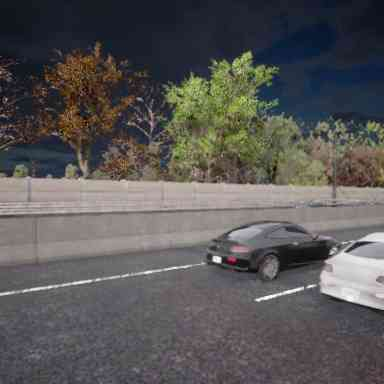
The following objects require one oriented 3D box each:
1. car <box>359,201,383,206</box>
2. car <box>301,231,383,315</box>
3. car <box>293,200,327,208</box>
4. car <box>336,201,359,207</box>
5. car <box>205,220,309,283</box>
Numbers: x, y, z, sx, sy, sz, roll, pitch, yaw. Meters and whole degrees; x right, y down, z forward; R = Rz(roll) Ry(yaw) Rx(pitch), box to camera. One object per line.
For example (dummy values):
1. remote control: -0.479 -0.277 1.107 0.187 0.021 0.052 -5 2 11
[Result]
1. car: 20.284 1.811 35.570 4.718 1.301 1.895 0 0 -35
2. car: 4.567 1.563 6.984 4.674 1.442 1.812 0 0 -35
3. car: 14.152 1.690 39.799 4.902 1.511 2.128 0 0 -35
4. car: 18.869 1.764 38.858 5.357 1.411 2.033 0 0 -35
5. car: 2.506 1.564 9.812 4.674 1.442 1.812 0 0 -35
